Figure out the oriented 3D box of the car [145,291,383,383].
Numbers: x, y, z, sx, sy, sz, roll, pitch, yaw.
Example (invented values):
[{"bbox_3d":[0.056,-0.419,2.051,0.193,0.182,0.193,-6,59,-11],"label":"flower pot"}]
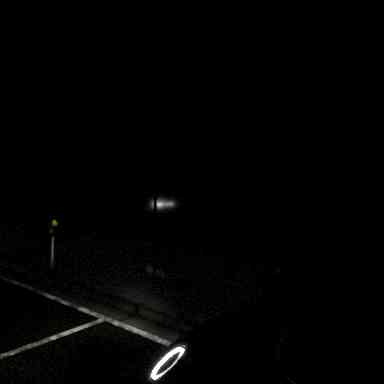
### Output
[{"bbox_3d":[1.775,1.368,2.062,4.553,1.767,2.097,2,1,37],"label":"car"}]
